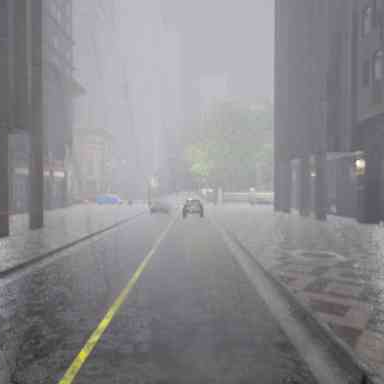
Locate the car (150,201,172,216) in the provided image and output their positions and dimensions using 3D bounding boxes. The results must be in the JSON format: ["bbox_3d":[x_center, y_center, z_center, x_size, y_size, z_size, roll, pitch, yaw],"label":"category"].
[{"bbox_3d":[-3.045,1.602,33.240,1.895,1.301,4.718,0,0,1],"label":"car"}]

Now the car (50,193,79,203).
[{"bbox_3d":[-25.410,1.234,66.561,5.009,1.841,2.192,0,1,0],"label":"car"}]

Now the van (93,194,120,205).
[{"bbox_3d":[-14.565,1.400,57.980,3.998,1.788,1.690,0,1,0],"label":"van"}]

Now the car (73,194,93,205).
[{"bbox_3d":[-20.006,1.492,58.010,4.097,1.590,1.967,0,1,0],"label":"car"}]

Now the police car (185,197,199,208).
[{"bbox_3d":[0.003,1.512,49.749,2.038,1.542,4.974,0,0,0],"label":"police car"}]

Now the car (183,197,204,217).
[{"bbox_3d":[0.103,1.429,31.819,2.033,1.649,4.856,0,0,0],"label":"car"}]

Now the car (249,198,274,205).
[{"bbox_3d":[12.092,1.676,57.843,4.313,1.339,1.947,0,1,0],"label":"car"}]
